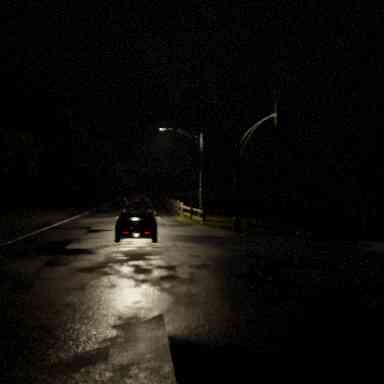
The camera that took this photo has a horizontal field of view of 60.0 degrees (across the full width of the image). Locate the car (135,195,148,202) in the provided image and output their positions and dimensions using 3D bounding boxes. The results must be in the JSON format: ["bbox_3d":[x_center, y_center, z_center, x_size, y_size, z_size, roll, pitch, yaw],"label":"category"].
[{"bbox_3d":[-8.504,1.527,56.030,1.994,1.385,4.181,1,0,-8],"label":"car"}]

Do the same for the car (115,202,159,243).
[{"bbox_3d":[-2.658,1.495,16.164,1.837,1.490,4.892,1,0,-8],"label":"car"}]

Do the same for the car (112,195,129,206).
[{"bbox_3d":[-11.586,1.453,52.928,2.033,1.411,5.357,1,0,-8],"label":"car"}]

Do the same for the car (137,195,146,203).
[{"bbox_3d":[-10.971,1.428,72.175,1.882,1.535,5.008,1,0,-8],"label":"car"}]
